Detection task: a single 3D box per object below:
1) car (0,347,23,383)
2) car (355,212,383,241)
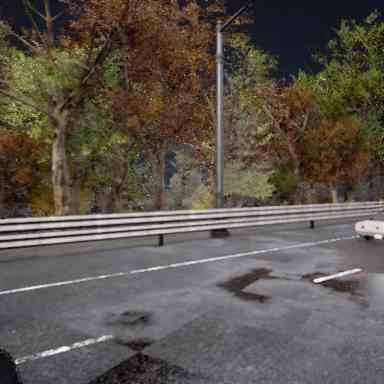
[{"bbox_3d":[-3.010,1.567,1.583,4.181,1.385,1.994,0,0,-36],"label":"car"},{"bbox_3d":[9.277,1.485,14.596,4.718,1.301,1.895,0,0,-35],"label":"car"}]
